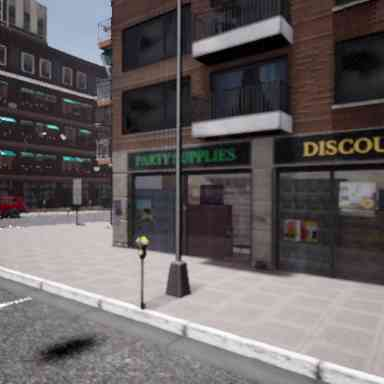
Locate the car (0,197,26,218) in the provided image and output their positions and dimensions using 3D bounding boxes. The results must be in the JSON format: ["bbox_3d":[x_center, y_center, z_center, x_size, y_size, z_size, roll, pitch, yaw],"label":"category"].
[{"bbox_3d":[-16.665,1.304,27.989,2.192,1.841,5.009,-1,-1,35],"label":"car"}]
